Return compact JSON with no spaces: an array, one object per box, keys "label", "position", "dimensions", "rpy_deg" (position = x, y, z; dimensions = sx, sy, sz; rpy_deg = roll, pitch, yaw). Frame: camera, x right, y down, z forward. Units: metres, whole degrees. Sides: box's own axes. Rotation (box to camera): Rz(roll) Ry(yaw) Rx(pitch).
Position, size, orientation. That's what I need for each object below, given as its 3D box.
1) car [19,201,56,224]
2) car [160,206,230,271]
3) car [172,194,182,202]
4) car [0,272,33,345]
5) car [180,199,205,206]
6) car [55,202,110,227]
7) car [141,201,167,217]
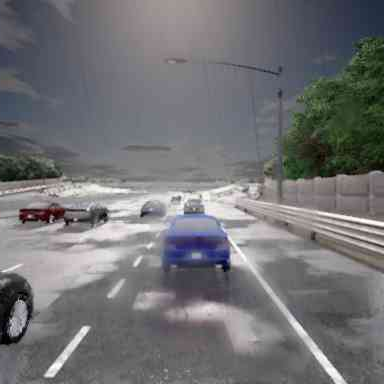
[{"label":"car","position":[-10.337,1.393,23.704],"dimensions":[1.882,1.535,5.008],"rpy_deg":[0,0,0]},{"label":"car","position":[0.116,1.457,10.920],"dimensions":[1.882,1.535,5.008],"rpy_deg":[0,0,0]},{"label":"car","position":[-3.169,1.192,68.384],"dimensions":[2.128,1.511,4.902],"rpy_deg":[0,0,0]},{"label":"car","position":[-3.497,1.510,3.495],"dimensions":[1.837,1.490,4.892],"rpy_deg":[0,0,0]},{"label":"car","position":[0.194,1.436,29.490],"dimensions":[2.033,1.411,5.357],"rpy_deg":[0,0,0]},{"label":"car","position":[-6.845,1.416,22.045],"dimensions":[2.128,1.511,4.902],"rpy_deg":[0,0,0]},{"label":"car","position":[-3.402,1.450,30.026],"dimensions":[1.994,1.385,4.181],"rpy_deg":[0,0,0]}]
